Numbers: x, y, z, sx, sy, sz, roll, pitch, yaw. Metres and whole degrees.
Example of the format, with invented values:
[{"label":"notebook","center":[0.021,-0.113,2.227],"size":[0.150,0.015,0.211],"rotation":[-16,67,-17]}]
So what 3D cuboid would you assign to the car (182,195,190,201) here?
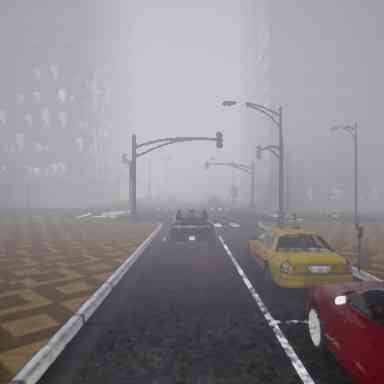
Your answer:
[{"label":"car","center":[-1.619,1.466,82.160],"size":[1.882,1.535,5.008],"rotation":[0,0,0]}]

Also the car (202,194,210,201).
[{"label":"car","center":[3.666,1.428,87.561],"size":[1.967,1.590,4.097],"rotation":[0,0,0]}]

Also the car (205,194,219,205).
[{"label":"car","center":[3.869,1.576,59.924],"size":[1.947,1.339,4.313],"rotation":[0,0,0]}]

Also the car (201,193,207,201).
[{"label":"car","center":[3.697,1.309,82.033],"size":[2.192,1.841,5.009],"rotation":[0,0,0]}]

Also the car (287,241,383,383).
[{"label":"car","center":[2.565,1.543,3.269],"size":[1.887,1.381,4.507],"rotation":[0,0,0]}]

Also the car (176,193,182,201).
[{"label":"car","center":[-4.183,1.560,81.989],"size":[1.947,1.339,4.313],"rotation":[0,0,0]}]

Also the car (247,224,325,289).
[{"label":"car","center":[2.565,1.523,8.991],"size":[1.752,1.417,4.829],"rotation":[0,0,0]}]

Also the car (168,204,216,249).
[{"label":"car","center":[0.000,1.494,14.650],"size":[2.128,1.511,4.902],"rotation":[0,0,0]}]

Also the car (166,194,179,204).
[{"label":"car","center":[-4.091,1.589,65.407],"size":[1.802,1.307,4.206],"rotation":[0,0,0]}]

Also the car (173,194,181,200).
[{"label":"car","center":[-4.245,1.422,93.045],"size":[1.967,1.590,4.097],"rotation":[0,0,0]}]
